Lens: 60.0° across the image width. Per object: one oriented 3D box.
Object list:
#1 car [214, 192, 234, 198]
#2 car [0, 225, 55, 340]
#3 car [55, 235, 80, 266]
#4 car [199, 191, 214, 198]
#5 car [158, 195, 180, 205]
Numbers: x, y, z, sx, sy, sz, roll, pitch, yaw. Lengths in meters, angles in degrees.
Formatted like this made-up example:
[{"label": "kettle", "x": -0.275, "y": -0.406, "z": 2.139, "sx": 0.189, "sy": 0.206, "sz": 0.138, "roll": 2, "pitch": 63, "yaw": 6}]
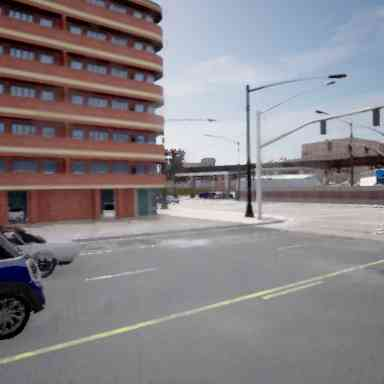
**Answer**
[{"label": "car", "x": 7.936, "y": 0.672, "z": 78.506, "sx": 3.806, "sy": 1.475, "sz": 1.970, "roll": -1, "pitch": 1, "yaw": -35}, {"label": "car", "x": -4.727, "y": 1.356, "z": 4.909, "sx": 4.553, "sy": 1.767, "sz": 2.097, "roll": 0, "pitch": 0, "yaw": -35}, {"label": "car", "x": -5.536, "y": 1.600, "z": 8.632, "sx": 4.718, "sy": 1.301, "sz": 1.895, "roll": 0, "pitch": 0, "yaw": -35}, {"label": "car", "x": 3.960, "y": 0.527, "z": 82.723, "sx": 4.611, "sy": 1.667, "sz": 2.242, "roll": -1, "pitch": 1, "yaw": -35}, {"label": "car", "x": -3.779, "y": 1.247, "z": 53.197, "sx": 1.812, "sy": 1.442, "sz": 4.674, "roll": -1, "pitch": 1, "yaw": -36}]
